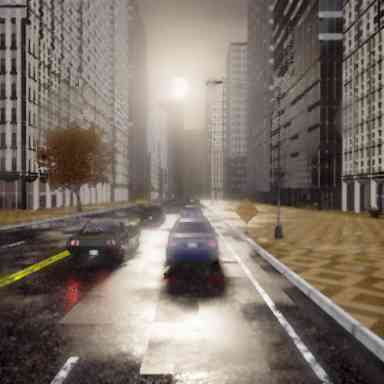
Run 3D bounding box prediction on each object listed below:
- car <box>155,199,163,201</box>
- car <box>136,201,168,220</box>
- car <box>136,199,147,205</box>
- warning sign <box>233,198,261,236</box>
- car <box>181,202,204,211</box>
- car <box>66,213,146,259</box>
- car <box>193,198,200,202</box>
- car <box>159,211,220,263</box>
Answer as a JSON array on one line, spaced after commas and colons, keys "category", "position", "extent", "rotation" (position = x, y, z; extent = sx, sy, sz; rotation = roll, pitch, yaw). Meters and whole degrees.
[{"category": "car", "position": [-6.503, 2.151, 65.313], "extent": [2.128, 1.511, 4.902], "rotation": [0, -1, 0]}, {"category": "car", "position": [-3.222, 1.791, 28.496], "extent": [1.837, 1.490, 4.892], "rotation": [0, 0, 1]}, {"category": "car", "position": [-9.752, 2.127, 65.307], "extent": [1.882, 1.535, 5.008], "rotation": [0, -1, 0]}, {"category": "warning sign", "position": [2.868, 1.289, 17.442], "extent": [1.300, 1.860, 1.060], "rotation": [1, 0, 0]}, {"category": "car", "position": [0.015, 1.821, 27.503], "extent": [2.033, 1.411, 5.357], "rotation": [0, -1, 0]}, {"category": "car", "position": [-3.228, 1.734, 13.235], "extent": [1.895, 1.301, 4.718], "rotation": [0, -1, 1]}, {"category": "car", "position": [1.151, 2.335, 83.461], "extent": [1.837, 1.490, 4.892], "rotation": [0, -1, 0]}, {"category": "car", "position": [0.016, 1.673, 12.524], "extent": [2.033, 1.411, 5.357], "rotation": [0, -1, 0]}]
